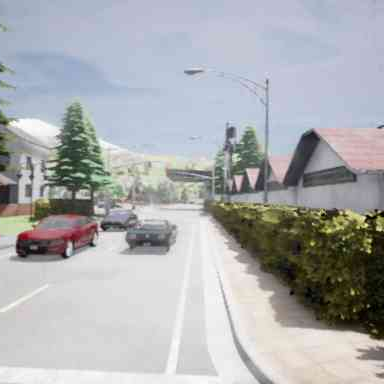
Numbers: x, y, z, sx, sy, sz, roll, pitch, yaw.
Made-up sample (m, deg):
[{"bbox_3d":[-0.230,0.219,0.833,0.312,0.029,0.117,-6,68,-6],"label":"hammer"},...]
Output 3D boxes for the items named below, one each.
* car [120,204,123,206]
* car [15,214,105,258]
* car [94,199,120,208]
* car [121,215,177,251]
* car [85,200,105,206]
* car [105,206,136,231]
[{"bbox_3d":[-16.918,2.730,71.601,3.806,1.475,1.970,1,-1,1],"label":"car"},{"bbox_3d":[-5.439,1.718,14.024,1.882,1.535,5.008,1,-1,1],"label":"car"},{"bbox_3d":[-17.568,2.357,68.293,3.866,1.878,1.905,1,-1,1],"label":"car"},{"bbox_3d":[-1.777,1.954,16.048,1.895,1.301,4.718,1,-1,2],"label":"car"},{"bbox_3d":[-24.519,2.820,84.123,4.514,1.523,2.007,1,-1,1],"label":"car"},{"bbox_3d":[-5.226,2.036,24.592,2.033,1.411,5.357,1,-1,1],"label":"car"}]
